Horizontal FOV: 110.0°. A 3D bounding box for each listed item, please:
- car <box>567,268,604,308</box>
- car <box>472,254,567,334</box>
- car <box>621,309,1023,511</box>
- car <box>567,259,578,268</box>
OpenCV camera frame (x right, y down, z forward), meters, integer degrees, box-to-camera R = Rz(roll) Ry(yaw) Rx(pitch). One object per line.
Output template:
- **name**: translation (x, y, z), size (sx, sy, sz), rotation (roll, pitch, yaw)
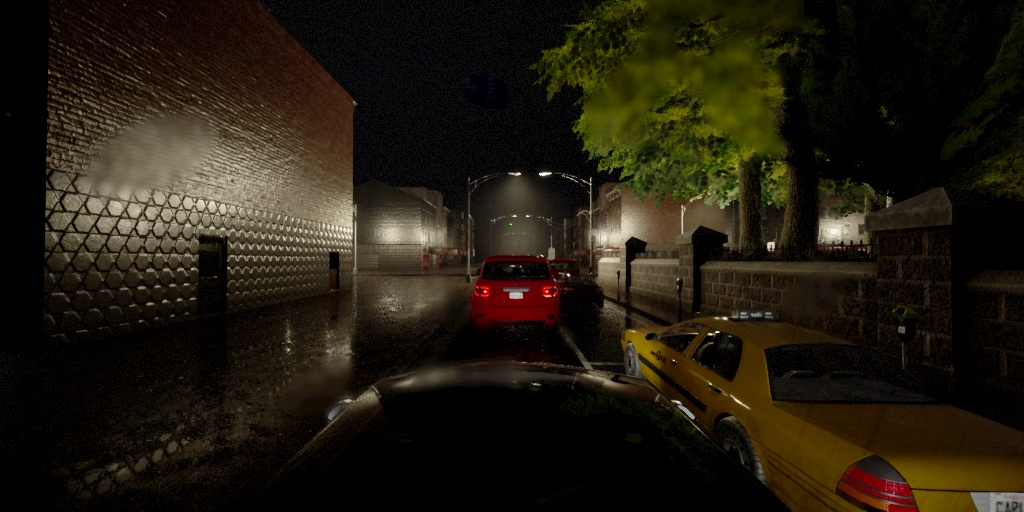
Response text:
- **car**: translation (2.632, 1.338, 14.917), size (1.802, 1.307, 4.207), rotation (0, 0, 0)
- **car**: translation (0.096, 0.976, 10.780), size (2.150, 2.045, 5.566), rotation (0, 0, 0)
- **car**: translation (2.637, 1.276, 4.189), size (1.751, 1.417, 4.829), rotation (0, 0, 0)
- **car**: translation (2.630, 1.076, 20.366), size (2.192, 1.841, 5.009), rotation (0, 0, 0)
